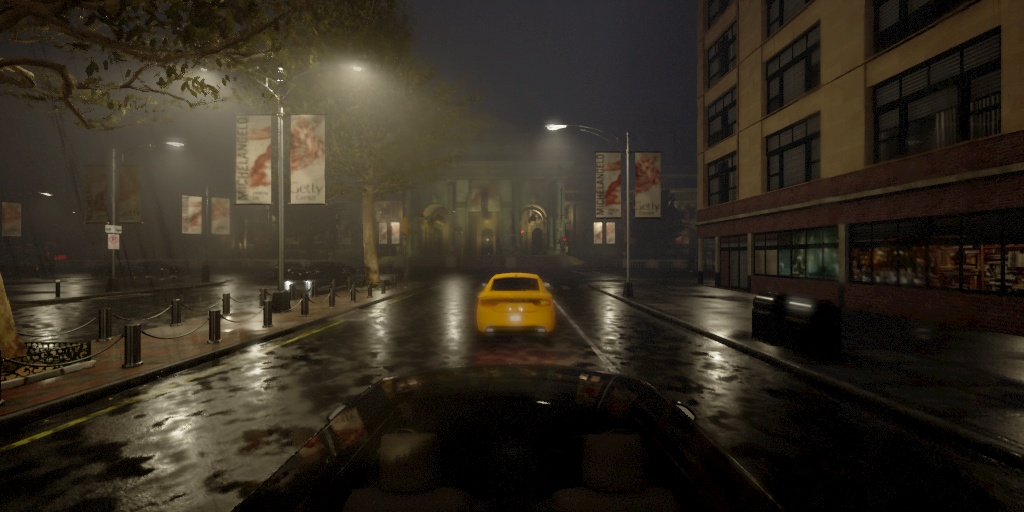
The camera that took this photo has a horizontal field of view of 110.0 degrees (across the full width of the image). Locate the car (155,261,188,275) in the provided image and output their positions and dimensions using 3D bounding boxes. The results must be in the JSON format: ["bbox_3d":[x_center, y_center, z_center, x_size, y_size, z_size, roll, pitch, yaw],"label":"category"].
[{"bbox_3d":[-37.678,1.228,38.387,5.008,1.535,1.882,0,0,0],"label":"car"}]

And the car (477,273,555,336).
[{"bbox_3d":[0.122,1.228,10.431,1.882,1.535,5.008,0,0,1],"label":"car"}]

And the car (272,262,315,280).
[{"bbox_3d":[-19.045,1.255,30.869,4.892,1.490,1.837,0,-2,43],"label":"car"}]

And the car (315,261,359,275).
[{"bbox_3d":[-18.860,1.254,38.172,4.892,1.490,1.837,0,0,1],"label":"car"}]

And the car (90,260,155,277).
[{"bbox_3d":[-38.083,1.313,34.881,4.181,1.385,1.994,0,0,0],"label":"car"}]
